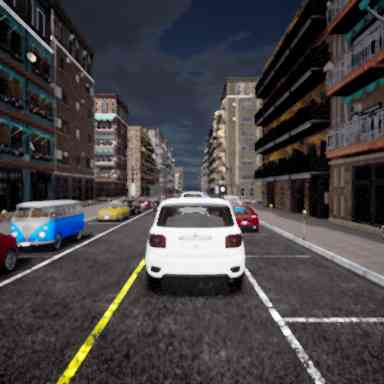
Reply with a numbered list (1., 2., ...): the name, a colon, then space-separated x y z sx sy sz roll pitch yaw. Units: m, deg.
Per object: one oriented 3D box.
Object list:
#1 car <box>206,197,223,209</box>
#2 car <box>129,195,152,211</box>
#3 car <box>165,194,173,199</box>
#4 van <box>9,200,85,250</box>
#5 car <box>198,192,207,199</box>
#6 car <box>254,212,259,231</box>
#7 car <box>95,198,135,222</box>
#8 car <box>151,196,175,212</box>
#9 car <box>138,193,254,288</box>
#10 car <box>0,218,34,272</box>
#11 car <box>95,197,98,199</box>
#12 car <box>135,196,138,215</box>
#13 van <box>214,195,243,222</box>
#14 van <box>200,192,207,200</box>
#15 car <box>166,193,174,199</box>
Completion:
1. car: 2.761 1.306 41.772 1.802 1.307 4.206 0 0 0
2. car: -5.768 1.185 37.983 1.967 1.590 4.097 0 0 0
3. car: -5.906 1.117 85.214 1.802 1.307 4.206 -1 0 0
4. van: -5.707 1.242 13.488 1.690 1.788 3.998 0 0 0
5. car: 2.658 0.850 85.169 2.192 1.841 5.009 -1 0 0
6. car: 2.670 1.408 19.130 1.887 1.381 4.507 0 0 0
7. car: -5.714 1.352 24.641 1.752 1.417 4.829 0 0 0
8. car: -3.113 1.244 36.753 2.128 1.511 4.902 0 0 0
9. car: 0.069 1.150 9.227 2.150 2.045 5.566 0 0 0
10. car: -5.701 1.523 7.827 1.802 1.307 4.206 0 0 0
11. car: -17.777 1.112 56.942 4.206 1.307 1.802 1 0 0
12. car: -5.718 1.355 30.473 1.947 1.339 4.313 0 0 0
13. van: 2.664 1.167 24.790 1.690 1.788 3.998 0 0 0
14. van: 2.751 0.895 79.672 1.690 1.788 3.998 -1 0 0
15. car: -5.910 1.083 90.735 1.947 1.339 4.313 -1 0 0
